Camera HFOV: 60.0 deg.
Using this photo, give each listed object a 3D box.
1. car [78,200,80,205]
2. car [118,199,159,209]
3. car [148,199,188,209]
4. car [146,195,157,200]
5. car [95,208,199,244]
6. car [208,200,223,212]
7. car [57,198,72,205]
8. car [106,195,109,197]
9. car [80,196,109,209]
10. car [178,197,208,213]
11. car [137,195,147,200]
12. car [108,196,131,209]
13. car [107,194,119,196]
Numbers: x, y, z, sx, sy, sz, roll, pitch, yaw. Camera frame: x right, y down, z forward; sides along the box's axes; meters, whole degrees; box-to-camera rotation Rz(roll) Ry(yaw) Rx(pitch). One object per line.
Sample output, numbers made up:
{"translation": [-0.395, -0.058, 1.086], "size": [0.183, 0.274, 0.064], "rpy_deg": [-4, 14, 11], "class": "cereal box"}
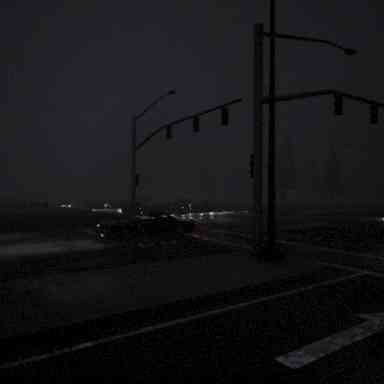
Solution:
{"translation": [-19.474, 1.773, 61.467], "size": [1.895, 1.301, 4.718], "rpy_deg": [1, 0, -34], "class": "car"}
{"translation": [-5.832, 1.738, 35.622], "size": [1.895, 1.301, 4.718], "rpy_deg": [1, 0, -35], "class": "car"}
{"translation": [-2.804, 1.768, 37.399], "size": [1.895, 1.301, 4.718], "rpy_deg": [1, 0, -35], "class": "car"}
{"translation": [-7.406, 1.454, 56.315], "size": [2.150, 2.045, 5.566], "rpy_deg": [1, -1, -35], "class": "car"}
{"translation": [-2.260, 1.671, 16.389], "size": [4.718, 1.301, 1.895], "rpy_deg": [1, 0, -36], "class": "car"}
{"translation": [1.984, 1.754, 42.778], "size": [1.812, 1.442, 4.674], "rpy_deg": [1, 0, -35], "class": "car"}
{"translation": [-23.517, 1.705, 61.166], "size": [1.994, 1.385, 4.181], "rpy_deg": [1, 0, -34], "class": "car"}
{"translation": [-18.781, 1.757, 66.677], "size": [1.994, 1.385, 4.181], "rpy_deg": [1, 0, -35], "class": "car"}
{"translation": [-13.934, 1.666, 47.282], "size": [1.812, 1.442, 4.674], "rpy_deg": [1, 0, -35], "class": "car"}
{"translation": [-0.631, 1.550, 40.410], "size": [2.097, 1.767, 4.553], "rpy_deg": [1, 0, -35], "class": "car"}
{"translation": [-9.575, 1.677, 53.286], "size": [1.882, 1.535, 5.008], "rpy_deg": [1, 0, -35], "class": "car"}
{"translation": [-10.554, 1.733, 48.552], "size": [1.994, 1.385, 4.181], "rpy_deg": [1, 0, -35], "class": "car"}
{"translation": [-16.253, 1.429, 69.178], "size": [2.150, 2.045, 5.566], "rpy_deg": [1, 0, -35], "class": "car"}
